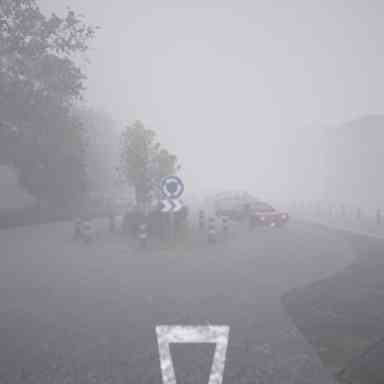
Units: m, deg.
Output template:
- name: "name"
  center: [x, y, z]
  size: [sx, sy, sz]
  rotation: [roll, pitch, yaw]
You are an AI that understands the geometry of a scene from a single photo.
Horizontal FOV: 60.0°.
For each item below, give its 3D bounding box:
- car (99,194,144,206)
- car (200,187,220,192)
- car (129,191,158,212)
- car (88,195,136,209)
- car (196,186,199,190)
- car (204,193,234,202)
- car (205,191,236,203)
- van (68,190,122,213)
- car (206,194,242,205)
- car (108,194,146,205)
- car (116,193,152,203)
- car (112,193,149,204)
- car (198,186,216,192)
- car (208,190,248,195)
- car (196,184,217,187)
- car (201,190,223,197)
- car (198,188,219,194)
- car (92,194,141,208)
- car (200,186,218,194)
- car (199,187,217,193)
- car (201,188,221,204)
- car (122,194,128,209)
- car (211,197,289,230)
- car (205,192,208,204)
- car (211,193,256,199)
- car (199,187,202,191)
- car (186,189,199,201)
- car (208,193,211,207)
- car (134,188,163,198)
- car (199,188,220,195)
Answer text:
- name: "car"
  center: [-8.983, 1.019, 42.558]
  size: [5.366, 1.575, 1.946]
  rotation: [0, 0, 0]
- name: "car"
  center: [4.264, 0.509, 62.103]
  size: [4.553, 1.767, 2.185]
  rotation: [0, 2, 0]
- name: "car"
  center: [-3.853, 0.894, 29.236]
  size: [2.097, 1.767, 4.553]
  rotation: [0, 0, 0]
- name: "car"
  center: [-8.830, 1.073, 36.971]
  size: [4.792, 1.488, 2.163]
  rotation: [0, 0, 0]
- name: "car"
  center: [-0.239, 0.192, 69.054]
  size: [2.097, 1.767, 4.553]
  rotation: [0, 2, 0]
- name: "car"
  center: [4.319, 0.884, 53.755]
  size: [4.792, 1.488, 2.163]
  rotation: [0, 1, 0]
- name: "car"
  center: [4.319, 0.785, 50.965]
  size: [4.553, 1.767, 2.185]
  rotation: [0, 1, 0]
- name: "van"
  center: [-8.681, 0.795, 28.601]
  size: [4.442, 1.987, 1.878]
  rotation: [1, 0, 0]
- name: "car"
  center: [4.313, 1.027, 45.386]
  size: [4.792, 1.488, 2.163]
  rotation: [0, 1, 0]
- name: "car"
  center: [-8.767, 1.027, 45.214]
  size: [4.792, 1.488, 2.163]
  rotation: [0, 1, 0]
- name: "car"
  center: [-8.787, 0.913, 50.795]
  size: [5.008, 1.535, 2.097]
  rotation: [0, 1, 0]
- name: "car"
  center: [-8.789, 0.959, 48.005]
  size: [5.008, 1.535, 2.097]
  rotation: [0, 1, 0]
- name: "car"
  center: [4.314, -0.795, 95.498]
  size: [5.008, 1.535, 2.097]
  rotation: [0, 3, 0]
- name: "car"
  center: [4.245, 0.916, 34.244]
  size: [4.553, 1.767, 2.185]
  rotation: [0, 0, 0]
- name: "car"
  center: [4.279, -0.279, 78.804]
  size: [5.566, 2.045, 2.435]
  rotation: [0, 3, 0]
- name: "car"
  center: [4.333, 0.252, 73.254]
  size: [4.792, 1.488, 2.163]
  rotation: [0, 3, 0]
- name: "car"
  center: [4.126, -0.286, 84.376]
  size: [5.366, 1.575, 1.946]
  rotation: [0, 3, 0]
- name: "car"
  center: [-8.985, 1.035, 39.763]
  size: [5.366, 1.575, 1.946]
  rotation: [0, 0, 0]
- name: "car"
  center: [4.344, -0.530, 87.026]
  size: [4.553, 1.767, 2.185]
  rotation: [0, 3, 0]
- name: "car"
  center: [4.309, -0.537, 89.937]
  size: [4.892, 1.521, 2.231]
  rotation: [0, 3, 0]
- name: "car"
  center: [4.252, 0.787, 39.816]
  size: [5.566, 2.045, 2.435]
  rotation: [0, 0, 0]
- name: "car"
  center: [-8.808, 1.070, 31.274]
  size: [4.674, 1.452, 2.002]
  rotation: [0, 0, 0]
- name: "car"
  center: [3.069, 1.211, 18.246]
  size: [1.895, 1.301, 4.718]
  rotation: [-2, 2, -22]
- name: "car"
  center: [4.283, 1.045, 37.023]
  size: [5.008, 1.535, 2.097]
  rotation: [0, 0, 0]
- name: "car"
  center: [4.302, 1.050, 28.674]
  size: [4.792, 1.488, 2.163]
  rotation: [0, 0, 0]
- name: "car"
  center: [4.307, 0.337, 70.468]
  size: [5.008, 1.535, 2.097]
  rotation: [0, 2, 0]
- name: "car"
  center: [-0.244, 0.769, 59.779]
  size: [2.033, 1.411, 5.357]
  rotation: [0, 2, 0]
- name: "car"
  center: [4.245, 1.061, 31.458]
  size: [4.792, 1.488, 2.163]
  rotation: [0, 0, 0]
- name: "car"
  center: [-8.809, 0.199, 67.510]
  size: [5.566, 2.045, 2.435]
  rotation: [0, 2, 0]
- name: "car"
  center: [4.315, -0.156, 81.596]
  size: [5.008, 1.535, 2.097]
  rotation: [0, 3, 0]
